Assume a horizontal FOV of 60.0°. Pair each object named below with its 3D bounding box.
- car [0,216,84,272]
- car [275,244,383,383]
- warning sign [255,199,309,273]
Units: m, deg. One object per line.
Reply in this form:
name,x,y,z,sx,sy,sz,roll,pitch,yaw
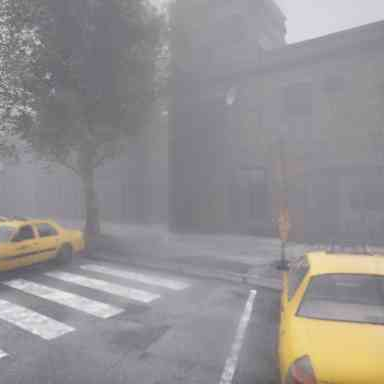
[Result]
car,-5.258,1.507,9.627,1.946,1.575,5.366,0,-1,16
car,2.181,1.495,4.755,1.946,1.575,5.366,0,-1,15
warning sign,2.545,1.136,9.310,1.060,1.860,1.300,0,0,35
